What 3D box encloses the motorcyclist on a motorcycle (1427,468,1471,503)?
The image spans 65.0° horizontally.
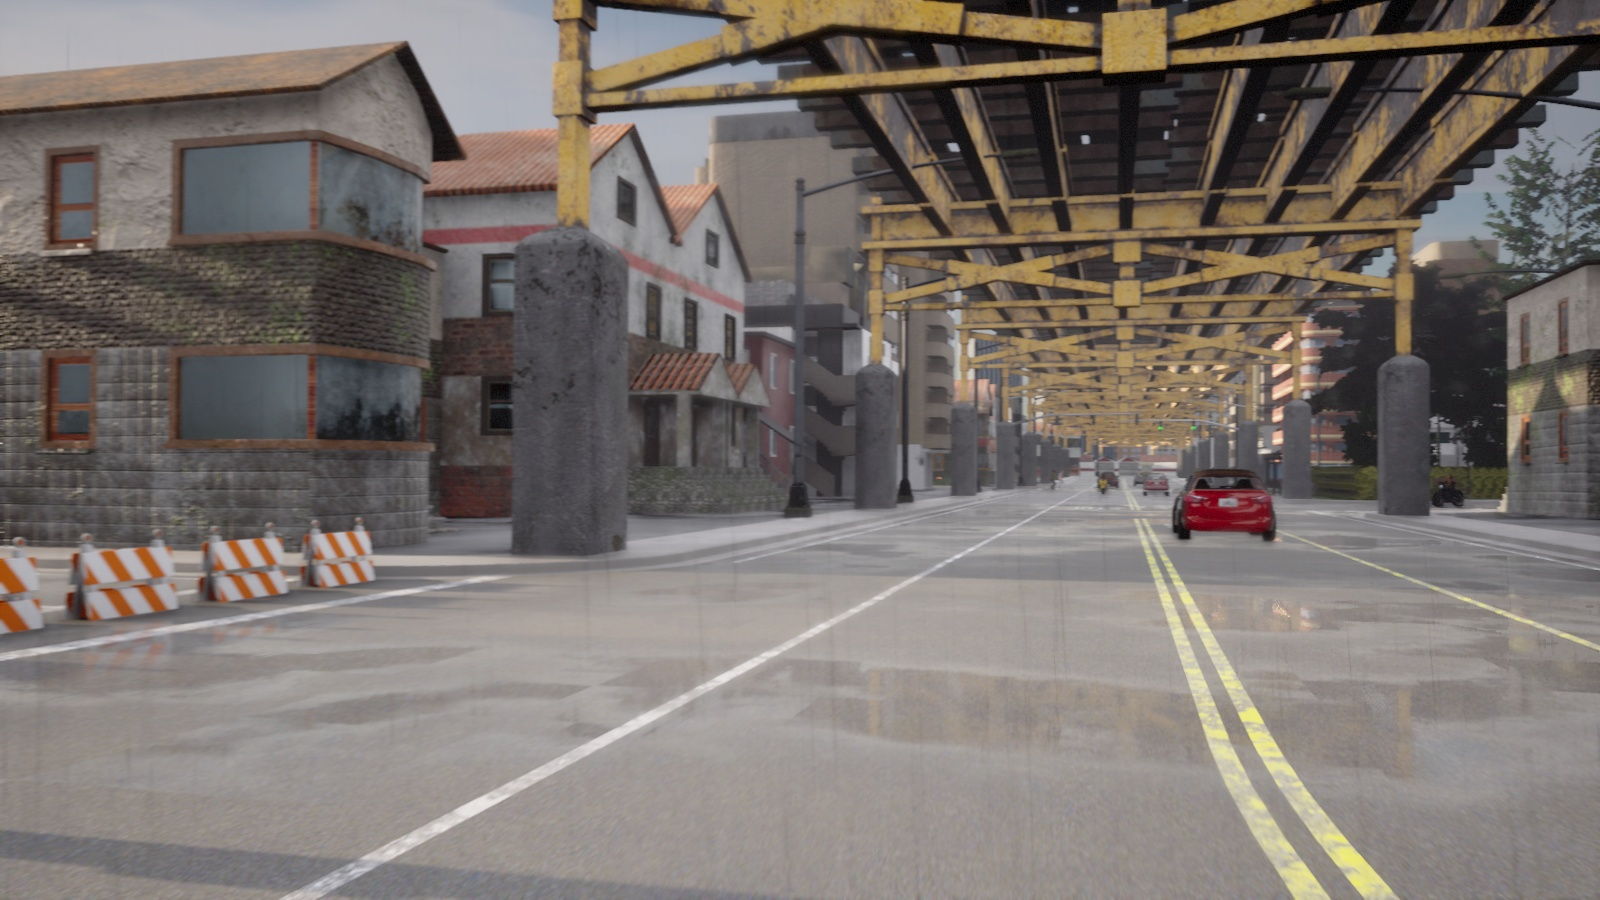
[{"bbox_3d":[31.264,1.697,60.484,2.350,1.649,0.766,0,-1,-31],"label":"motorcyclist on a motorcycle"}]

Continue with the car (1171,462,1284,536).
[{"bbox_3d":[10.432,1.151,30.985,2.242,1.667,4.611,0,-1,14],"label":"car"}]

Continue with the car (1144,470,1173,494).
[{"bbox_3d":[24.470,2.168,85.900,1.789,1.549,3.705,0,-1,14],"label":"car"}]
